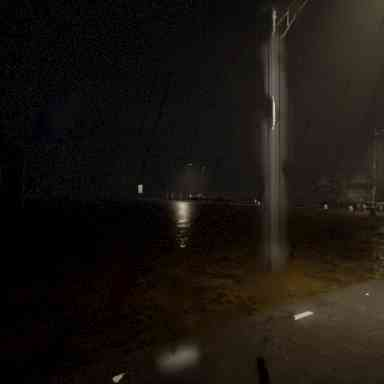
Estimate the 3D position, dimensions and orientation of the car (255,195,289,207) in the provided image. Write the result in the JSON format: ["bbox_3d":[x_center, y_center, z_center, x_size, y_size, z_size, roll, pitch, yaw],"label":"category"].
[{"bbox_3d":[10.590,1.176,44.255,1.837,1.490,4.892,2,0,-35],"label":"car"}]

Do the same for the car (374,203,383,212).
[{"bbox_3d":[21.732,1.488,34.923,2.033,1.411,5.357,2,0,-35],"label":"car"}]

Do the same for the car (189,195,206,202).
[{"bbox_3d":[1.304,1.188,63.733,1.895,1.301,4.718,2,-1,-35],"label":"car"}]

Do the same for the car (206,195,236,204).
[{"bbox_3d":[4.822,1.173,52.400,1.895,1.301,4.718,2,-1,-35],"label":"car"}]

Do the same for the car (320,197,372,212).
[{"bbox_3d":[16.344,1.292,36.140,1.837,1.490,4.892,2,0,-35],"label":"car"}]
